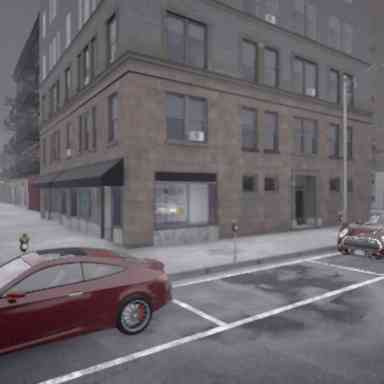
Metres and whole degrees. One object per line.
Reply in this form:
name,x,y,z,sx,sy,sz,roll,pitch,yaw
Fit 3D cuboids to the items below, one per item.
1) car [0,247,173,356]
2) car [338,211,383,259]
car,-2.277,1.579,5.140,4.206,1.307,1.802,0,0,-35
car,6.934,1.397,11.702,4.097,1.590,1.967,0,0,-35
